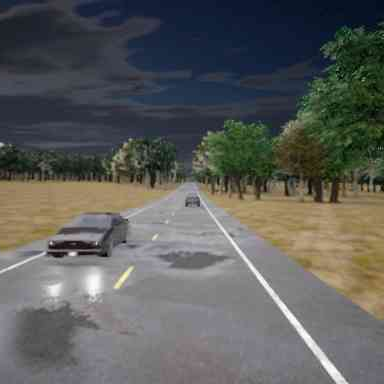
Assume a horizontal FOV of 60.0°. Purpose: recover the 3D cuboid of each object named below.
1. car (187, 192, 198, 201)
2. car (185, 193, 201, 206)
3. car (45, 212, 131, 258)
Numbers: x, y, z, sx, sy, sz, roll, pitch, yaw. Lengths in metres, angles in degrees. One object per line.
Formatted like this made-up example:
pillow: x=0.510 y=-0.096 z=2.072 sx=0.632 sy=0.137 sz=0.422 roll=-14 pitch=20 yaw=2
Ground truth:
car: x=0.094 y=0.808 z=62.810 sx=2.033 sy=1.411 sz=5.357 roll=0 pitch=1 yaw=0
car: x=0.095 y=1.050 z=44.038 sx=2.128 sy=1.511 sz=4.902 roll=0 pitch=1 yaw=0
car: x=-3.605 y=1.475 z=12.709 sx=2.033 sy=1.411 sz=5.357 roll=0 pitch=0 yaw=0
